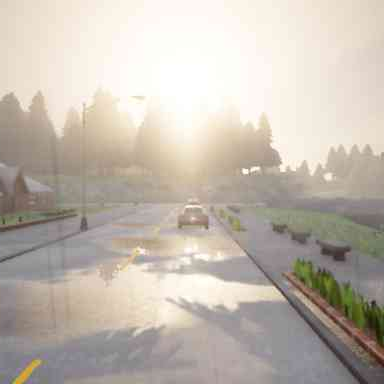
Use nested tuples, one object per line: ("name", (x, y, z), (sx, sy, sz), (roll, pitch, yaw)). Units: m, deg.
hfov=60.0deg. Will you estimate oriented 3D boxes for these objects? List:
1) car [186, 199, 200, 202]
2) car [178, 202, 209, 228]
("car", (0.086, 1.518, 35.477), (1.837, 1.490, 4.892), (0, -1, 0))
("car", (0.092, 1.573, 22.033), (1.994, 1.385, 4.181), (0, 0, 0))
